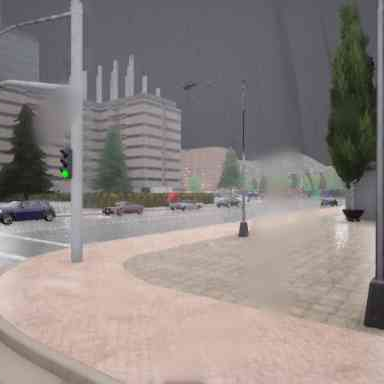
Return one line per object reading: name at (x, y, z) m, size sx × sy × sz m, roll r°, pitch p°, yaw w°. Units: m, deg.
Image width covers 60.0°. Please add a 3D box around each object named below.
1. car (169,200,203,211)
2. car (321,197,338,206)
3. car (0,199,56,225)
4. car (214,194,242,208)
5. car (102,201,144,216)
car at (-0.679, 1.601, 40.630) m, size 1.895 × 1.301 × 4.718 m, roll 0°, pitch 0°, yaw 36°
car at (22.259, 1.526, 53.993) m, size 1.812 × 1.442 × 4.674 m, roll 0°, pitch 0°, yaw 36°
car at (-12.495, 1.352, 24.387) m, size 2.097 × 1.767 × 4.553 m, roll 0°, pitch 0°, yaw 36°
car at (5.470, 1.505, 49.020) m, size 1.837 × 1.490 × 4.892 m, roll 0°, pitch 0°, yaw 37°
car at (-6.651, 1.564, 32.437) m, size 1.994 × 1.385 × 4.181 m, roll 0°, pitch 0°, yaw 36°
